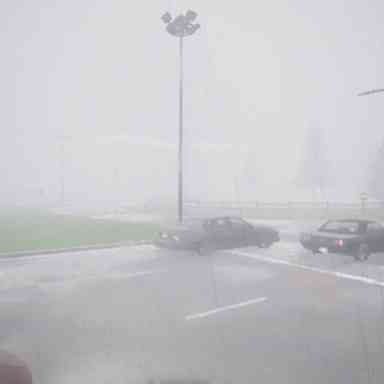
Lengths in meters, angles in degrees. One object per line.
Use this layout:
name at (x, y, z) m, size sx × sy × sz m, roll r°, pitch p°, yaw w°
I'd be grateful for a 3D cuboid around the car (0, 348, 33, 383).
car at (-3.228, 1.514, 1.442) m, size 4.674 × 1.442 × 1.812 m, roll 0°, pitch 0°, yaw -36°

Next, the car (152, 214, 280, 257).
car at (1.095, 1.602, 13.143) m, size 5.357 × 1.411 × 2.033 m, roll 0°, pitch 0°, yaw -35°

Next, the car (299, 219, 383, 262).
car at (6.251, 1.680, 12.514) m, size 4.718 × 1.301 × 1.895 m, roll 0°, pitch 0°, yaw -35°
